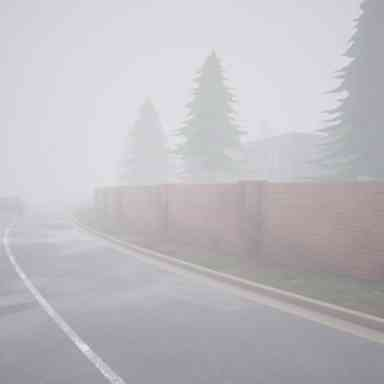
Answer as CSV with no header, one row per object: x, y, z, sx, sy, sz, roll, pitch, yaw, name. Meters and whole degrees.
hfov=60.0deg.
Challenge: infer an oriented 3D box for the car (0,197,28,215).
-17.473,1.254,32.557,2.097,1.767,4.553,0,0,-18,car
